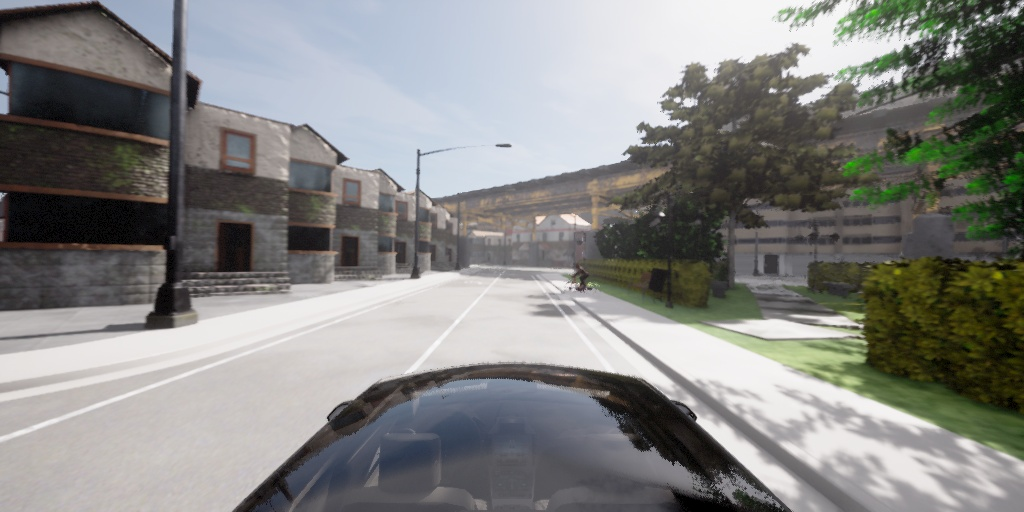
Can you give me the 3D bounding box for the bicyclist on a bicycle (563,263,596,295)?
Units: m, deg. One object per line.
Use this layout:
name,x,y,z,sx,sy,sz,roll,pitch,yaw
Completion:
bicyclist on a bicycle,3.449,1.199,18.238,1.656,1.620,0.582,1,0,1
